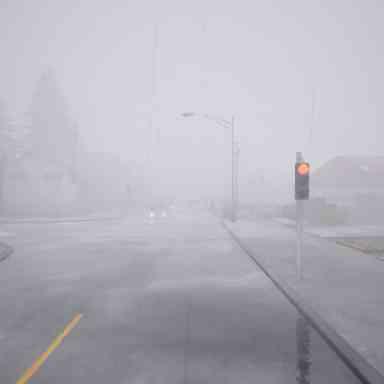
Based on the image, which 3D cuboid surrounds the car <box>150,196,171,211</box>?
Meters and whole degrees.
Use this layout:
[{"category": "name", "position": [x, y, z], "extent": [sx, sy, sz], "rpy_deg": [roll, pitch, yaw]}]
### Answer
[{"category": "car", "position": [-4.062, 1.505, 41.574], "extent": [1.837, 1.490, 4.892], "rpy_deg": [0, 0, 0]}]

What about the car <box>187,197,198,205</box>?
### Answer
[{"category": "car", "position": [0.155, 1.601, 59.520], "extent": [1.895, 1.301, 4.718], "rpy_deg": [0, 0, 0]}]

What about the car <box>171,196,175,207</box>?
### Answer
[{"category": "car", "position": [-4.049, 1.526, 50.785], "extent": [1.812, 1.442, 4.674], "rpy_deg": [0, 0, 0]}]
